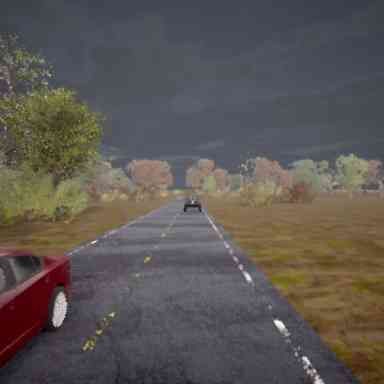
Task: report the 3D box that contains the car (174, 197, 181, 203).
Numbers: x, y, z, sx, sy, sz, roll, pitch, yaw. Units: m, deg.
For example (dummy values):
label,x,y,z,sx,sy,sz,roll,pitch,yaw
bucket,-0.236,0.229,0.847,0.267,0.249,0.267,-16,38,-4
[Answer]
label,x,y,z,sx,sy,sz,roll,pitch,yaw
car,-3.032,1.739,77.446,1.994,1.385,4.181,0,0,0

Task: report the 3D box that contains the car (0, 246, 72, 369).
label,x,y,z,sx,sy,sz,roll,pitch,yaw
car,-3.101,1.490,4.012,1.882,1.535,5.008,0,0,0

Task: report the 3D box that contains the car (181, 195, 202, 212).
label,x,y,z,sx,sy,sz,roll,pitch,yaw
car,0.083,1.338,41.541,2.150,2.045,5.566,0,0,0

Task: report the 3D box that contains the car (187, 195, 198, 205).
label,x,y,z,sx,sy,sz,roll,pitch,yaw
car,0.073,1.512,62.836,2.097,1.767,4.553,0,0,0
